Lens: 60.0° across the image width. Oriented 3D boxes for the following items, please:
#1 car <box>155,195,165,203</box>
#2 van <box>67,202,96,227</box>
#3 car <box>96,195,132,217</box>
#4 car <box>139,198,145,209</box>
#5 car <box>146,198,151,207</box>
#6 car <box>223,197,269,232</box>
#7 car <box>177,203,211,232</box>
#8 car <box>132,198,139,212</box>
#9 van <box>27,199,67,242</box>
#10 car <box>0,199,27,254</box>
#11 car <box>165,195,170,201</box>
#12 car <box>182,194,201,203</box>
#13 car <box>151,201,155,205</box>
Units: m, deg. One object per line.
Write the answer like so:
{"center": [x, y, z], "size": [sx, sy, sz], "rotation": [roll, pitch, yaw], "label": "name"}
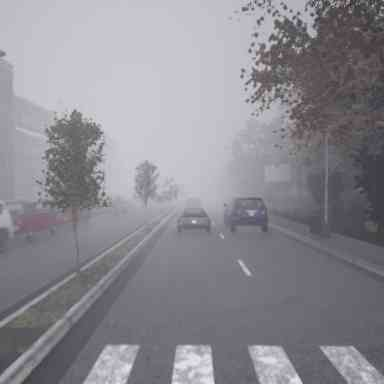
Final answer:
{"center": [-7.760, 1.565, 71.871], "size": [2.097, 1.535, 5.008], "rotation": [0, 0, 1], "label": "car"}
{"center": [-8.073, 1.334, 21.931], "size": [1.878, 1.987, 4.442], "rotation": [0, 0, 0], "label": "van"}
{"center": [-8.004, 1.329, 33.112], "size": [2.435, 2.045, 5.566], "rotation": [0, 0, 0], "label": "car"}
{"center": [-7.935, 1.630, 44.235], "size": [2.002, 1.452, 4.674], "rotation": [0, 0, 0], "label": "car"}
{"center": [-7.899, 1.620, 49.751], "size": [2.163, 1.488, 4.792], "rotation": [0, 0, 0], "label": "car"}
{"center": [3.264, 1.294, 20.878], "size": [2.150, 2.045, 5.566], "rotation": [0, 0, 0], "label": "car"}
{"center": [0.114, 1.634, 20.541], "size": [1.994, 1.385, 4.181], "rotation": [0, 0, 0], "label": "car"}
{"center": [-7.969, 1.617, 38.656], "size": [2.163, 1.488, 4.792], "rotation": [0, 0, 0], "label": "car"}
{"center": [-8.108, 1.319, 16.384], "size": [1.878, 1.987, 4.442], "rotation": [0, 0, 0], "label": "van"}
{"center": [-8.142, 1.276, 10.927], "size": [2.435, 2.045, 5.566], "rotation": [0, 0, 0], "label": "car"}
{"center": [-7.511, 1.570, 81.466], "size": [2.163, 1.488, 4.792], "rotation": [0, 0, 3], "label": "car"}
{"center": [0.134, 1.462, 42.152], "size": [2.097, 1.767, 4.553], "rotation": [0, 0, 0], "label": "car"}
{"center": [-7.864, 1.628, 55.328], "size": [2.002, 1.452, 4.674], "rotation": [0, 0, 0], "label": "car"}
